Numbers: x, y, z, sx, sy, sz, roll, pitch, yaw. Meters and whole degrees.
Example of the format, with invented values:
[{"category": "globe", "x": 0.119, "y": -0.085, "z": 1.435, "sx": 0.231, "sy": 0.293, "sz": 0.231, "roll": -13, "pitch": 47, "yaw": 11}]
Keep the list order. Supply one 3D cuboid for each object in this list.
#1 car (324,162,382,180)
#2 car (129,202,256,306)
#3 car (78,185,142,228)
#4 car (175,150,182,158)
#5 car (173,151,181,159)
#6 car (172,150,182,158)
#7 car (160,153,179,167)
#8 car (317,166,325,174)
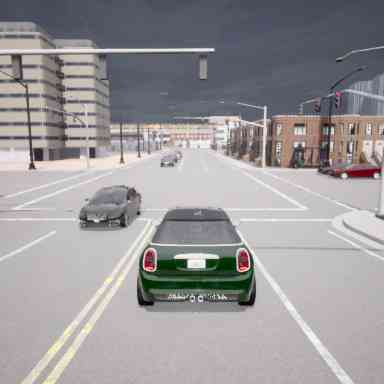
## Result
[{"category": "car", "x": 16.035, "y": -2.065, "z": 32.301, "sx": 5.008, "sy": 1.535, "sz": 1.882, "roll": 0, "pitch": 8, "yaw": 0}, {"category": "car", "x": 0.088, "y": 1.074, "z": 7.671, "sx": 2.097, "sy": 1.767, "sz": 4.553, "roll": 0, "pitch": 4, "yaw": 0}, {"category": "car", "x": -3.472, "y": 0.542, "z": 14.856, "sx": 1.837, "sy": 1.490, "sz": 4.892, "roll": 0, "pitch": 7, "yaw": 3}, {"category": "car", "x": -3.399, "y": -7.269, "z": 67.501, "sx": 1.812, "sy": 1.442, "sz": 4.674, "roll": 0, "pitch": 8, "yaw": 1}, {"category": "car", "x": -3.483, "y": -5.930, "z": 58.207, "sx": 1.882, "sy": 1.535, "sz": 5.008, "roll": 0, "pitch": 9, "yaw": 0}, {"category": "car", "x": -3.371, "y": -8.943, "z": 77.551, "sx": 2.097, "sy": 1.767, "sz": 4.553, "roll": 0, "pitch": 8, "yaw": 0}, {"category": "car", "x": -3.532, "y": -4.521, "z": 48.870, "sx": 2.128, "sy": 1.511, "sz": 4.902, "roll": 0, "pitch": 8, "yaw": 1}, {"category": "car", "x": 16.380, "y": -2.514, "z": 35.779, "sx": 5.357, "sy": 1.411, "sz": 2.033, "roll": 0, "pitch": 8, "yaw": 0}]
